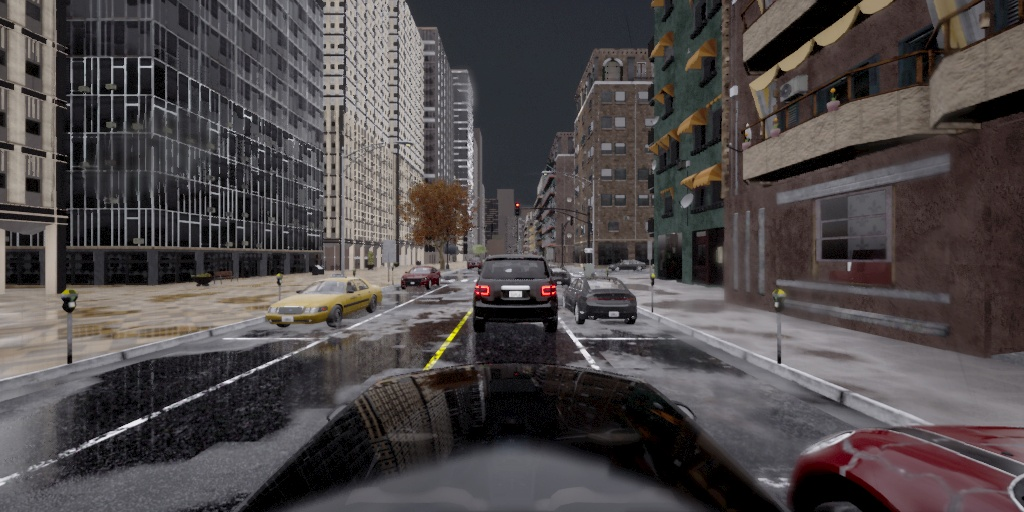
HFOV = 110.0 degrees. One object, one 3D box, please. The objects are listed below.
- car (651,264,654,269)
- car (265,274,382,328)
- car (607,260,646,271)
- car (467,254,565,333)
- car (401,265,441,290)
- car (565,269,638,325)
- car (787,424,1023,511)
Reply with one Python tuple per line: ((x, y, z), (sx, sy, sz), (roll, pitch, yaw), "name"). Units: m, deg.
((18.855, 1.013, 42.186), (4.829, 1.417, 1.751), (0, 0, -1), "car")
((-5.687, 1.278, 11.494), (1.751, 1.417, 4.829), (0, 0, 0), "car")
((13.457, 1.116, 42.134), (4.403, 1.370, 2.007), (0, 0, -1), "car")
((0.094, 0.974, 10.937), (2.150, 2.045, 5.566), (0, 0, 0), "car")
((-5.680, 1.303, 22.730), (1.888, 1.381, 4.507), (0, 0, 0), "car")
((2.693, 1.303, 11.659), (2.007, 1.370, 4.403), (0, 0, 0), "car")
((2.686, 1.189, 0.594), (1.967, 1.591, 4.097), (0, 0, 0), "car")
